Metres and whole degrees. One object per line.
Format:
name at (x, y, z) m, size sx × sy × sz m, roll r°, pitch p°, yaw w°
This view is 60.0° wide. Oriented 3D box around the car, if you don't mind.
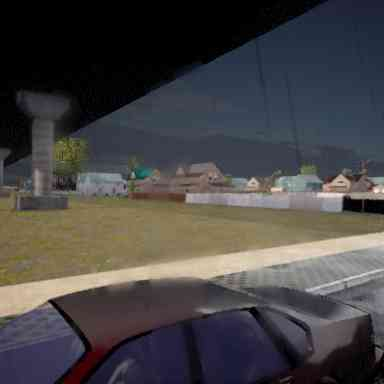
car at (-0.505, 1.549, 2.710) m, size 5.357 × 1.411 × 2.033 m, roll 0°, pitch 0°, yaw -35°
